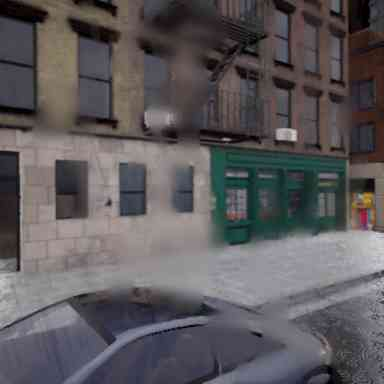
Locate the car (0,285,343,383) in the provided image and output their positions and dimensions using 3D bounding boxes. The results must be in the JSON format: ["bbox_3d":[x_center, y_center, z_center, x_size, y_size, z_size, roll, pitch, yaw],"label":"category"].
[{"bbox_3d":[-0.697,1.564,2.544,4.181,1.385,1.994,0,0,-35],"label":"car"}]
